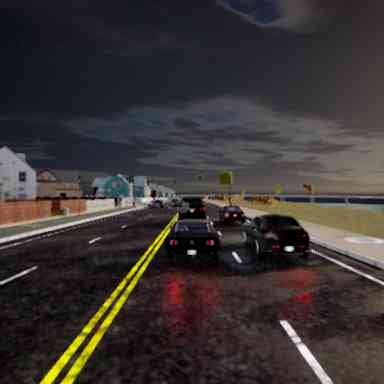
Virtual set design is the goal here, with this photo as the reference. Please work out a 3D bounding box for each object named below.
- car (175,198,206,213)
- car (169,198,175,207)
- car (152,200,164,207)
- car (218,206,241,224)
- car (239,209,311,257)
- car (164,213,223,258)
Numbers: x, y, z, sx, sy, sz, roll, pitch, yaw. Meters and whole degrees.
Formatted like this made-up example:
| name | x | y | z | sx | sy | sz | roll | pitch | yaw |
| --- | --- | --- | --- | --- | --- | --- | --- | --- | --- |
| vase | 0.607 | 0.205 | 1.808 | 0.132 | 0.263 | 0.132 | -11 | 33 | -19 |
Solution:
| name | x | y | z | sx | sy | sz | roll | pitch | yaw |
| --- | --- | --- | --- | --- | --- | --- | --- | --- | --- |
| car | 0.009 | 1.507 | 27.569 | 2.150 | 2.045 | 5.566 | 0 | 0 | 0 |
| car | -3.257 | 2.041 | 64.651 | 2.097 | 1.767 | 4.553 | 0 | -1 | 0 |
| car | -6.510 | 2.211 | 64.240 | 1.812 | 1.442 | 4.674 | 0 | -1 | 0 |
| car | 3.259 | 1.829 | 27.534 | 2.033 | 1.411 | 5.357 | 0 | -1 | 0 |
| car | 3.267 | 1.643 | 13.510 | 1.837 | 1.490 | 4.892 | 0 | 0 | 0 |
| car | 0.014 | 1.735 | 13.254 | 1.895 | 1.301 | 4.718 | 0 | -1 | 0 |
